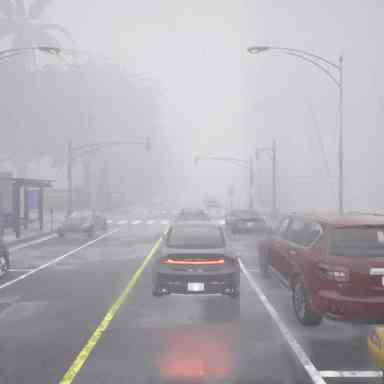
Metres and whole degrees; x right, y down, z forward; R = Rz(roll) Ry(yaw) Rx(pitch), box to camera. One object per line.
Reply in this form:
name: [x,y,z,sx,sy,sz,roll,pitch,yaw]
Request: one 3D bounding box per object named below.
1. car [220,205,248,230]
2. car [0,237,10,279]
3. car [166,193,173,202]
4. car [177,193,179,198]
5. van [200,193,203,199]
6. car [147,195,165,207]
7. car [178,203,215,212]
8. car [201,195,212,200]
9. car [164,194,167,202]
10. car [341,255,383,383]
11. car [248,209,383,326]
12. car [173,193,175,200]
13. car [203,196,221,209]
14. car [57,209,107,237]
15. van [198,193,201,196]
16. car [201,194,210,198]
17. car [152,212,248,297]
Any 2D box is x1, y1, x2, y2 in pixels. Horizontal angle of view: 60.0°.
car: [2.787,1.561,17.836,1.947,1.339,4.313,0,0,0]
car: [-5.755,1.439,7.013,1.967,1.590,4.097,0,0,0]
car: [-5.659,1.392,71.406,1.967,1.590,4.097,0,0,0]
car: [-5.627,1.233,93.087,2.192,1.841,5.009,0,0,0]
van: [2.849,1.306,60.533,1.690,1.788,3.998,0,0,0]
car: [-5.691,1.525,49.725,2.008,1.369,4.403,0,0,0]
car: [0.029,1.559,18.596,1.994,1.385,4.181,0,0,0]
car: [2.834,1.541,49.693,1.947,1.339,4.313,0,0,0]
car: [-5.684,1.410,55.145,1.967,1.590,4.097,0,0,0]
car: [2.762,1.525,1.730,1.752,1.417,4.829,0,0,0]
car: [2.769,1.314,6.985,2.192,1.841,5.009,0,0,0]
car: [-5.652,1.259,76.827,2.192,1.841,5.009,0,0,0]
car: [2.826,1.545,44.272,1.947,1.339,4.313,0,0,0]
car: [-5.739,1.577,17.866,1.802,1.307,4.206,0,0,0]
van: [2.882,1.277,82.215,1.690,1.788,3.998,0,0,0]
car: [2.842,1.495,55.283,1.752,1.417,4.829,0,0,0]
car: [0.088,1.503,8.567,1.837,1.490,4.892,0,0,0]
